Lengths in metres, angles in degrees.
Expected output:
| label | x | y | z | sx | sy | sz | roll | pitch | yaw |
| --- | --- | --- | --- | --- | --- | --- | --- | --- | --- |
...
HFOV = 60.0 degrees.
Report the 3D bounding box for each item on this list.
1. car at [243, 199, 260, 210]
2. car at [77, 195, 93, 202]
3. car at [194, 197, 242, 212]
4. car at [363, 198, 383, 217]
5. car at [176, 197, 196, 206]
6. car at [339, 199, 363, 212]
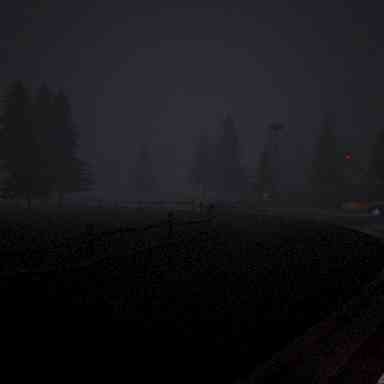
| label | x | y | z | sx | sy | sz | roll | pitch | yaw |
| --- | --- | --- | --- | --- | --- | --- | --- | --- | --- |
| car | 6.814 | 1.564 | 43.834 | 4.181 | 1.385 | 1.994 | 0 | 0 | 41 |
| car | -24.185 | 1.500 | 75.118 | 4.892 | 1.490 | 1.837 | 0 | 0 | 41 |
| car | 2.913 | 1.601 | 37.953 | 4.718 | 1.301 | 1.895 | 0 | 0 | 41 |
| car | 18.268 | 1.477 | 29.308 | 5.008 | 1.535 | 1.882 | 0 | 0 | 41 |
| car | -0.438 | 1.477 | 54.726 | 5.008 | 1.535 | 1.882 | 0 | 0 | 41 |
| car | 19.350 | 1.477 | 37.625 | 5.008 | 1.535 | 1.882 | 0 | 0 | 41 |
